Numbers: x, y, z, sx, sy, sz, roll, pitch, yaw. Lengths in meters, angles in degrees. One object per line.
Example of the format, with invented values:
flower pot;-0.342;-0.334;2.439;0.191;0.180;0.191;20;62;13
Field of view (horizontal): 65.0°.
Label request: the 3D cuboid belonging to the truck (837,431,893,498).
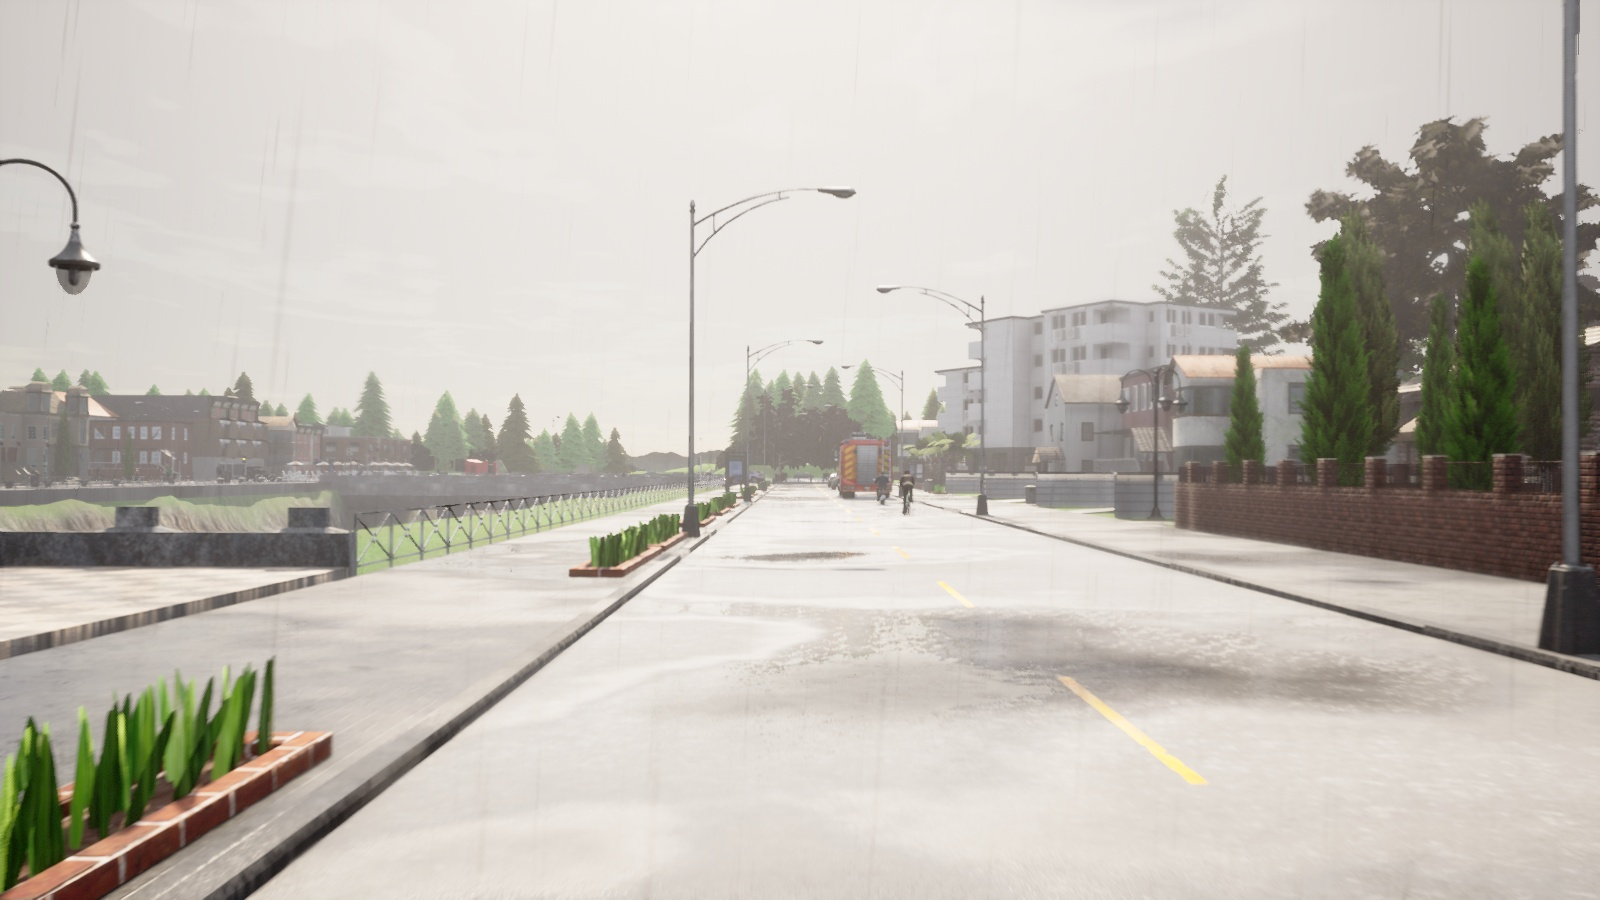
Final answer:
truck;3.818;0.903;75.794;2.891;3.827;8.468;0;-1;0
